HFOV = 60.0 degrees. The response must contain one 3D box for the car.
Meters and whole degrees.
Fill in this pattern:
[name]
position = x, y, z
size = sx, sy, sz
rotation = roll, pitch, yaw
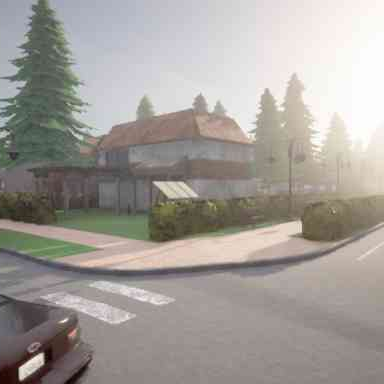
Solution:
[car]
position = -3.757, 1.551, 3.443
size = 5.357, 1.411, 2.033
rotation = -1, 1, 15
